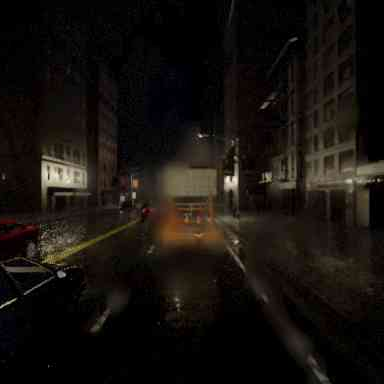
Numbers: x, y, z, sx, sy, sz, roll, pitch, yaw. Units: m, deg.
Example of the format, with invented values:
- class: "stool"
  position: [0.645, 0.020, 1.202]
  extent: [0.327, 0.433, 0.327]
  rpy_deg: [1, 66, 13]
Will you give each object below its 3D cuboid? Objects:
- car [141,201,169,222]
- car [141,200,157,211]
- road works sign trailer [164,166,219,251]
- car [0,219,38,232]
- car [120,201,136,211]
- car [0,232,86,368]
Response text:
- class: "car"
  position: [-3.208, 1.706, 29.766]
  extent: [2.097, 1.767, 4.553]
  rpy_deg: [0, -1, 0]
- class: "car"
  position: [-6.687, 2.094, 51.817]
  extent: [1.882, 1.535, 5.008]
  rpy_deg: [0, 0, 0]
- class: "road works sign trailer"
  position: [-0.029, 0.643, 14.974]
  extent: [2.380, 3.560, 2.880]
  rpy_deg: [0, -1, 0]
- class: "car"
  position: [-6.618, 1.602, 10.307]
  extent: [1.882, 1.535, 5.008]
  rpy_deg: [0, -1, 0]
- class: "car"
  position: [-9.936, 2.124, 52.112]
  extent: [1.837, 1.490, 4.892]
  rpy_deg: [0, 0, 0]
- class: "car"
  position: [-3.158, 1.604, 4.636]
  extent: [2.033, 1.411, 5.357]
  rpy_deg: [0, -1, 0]
